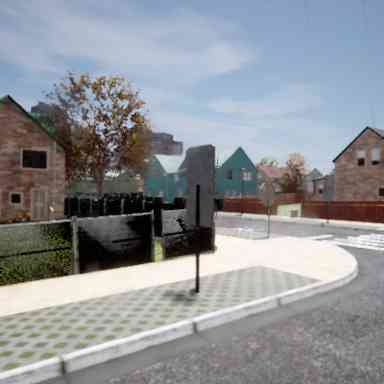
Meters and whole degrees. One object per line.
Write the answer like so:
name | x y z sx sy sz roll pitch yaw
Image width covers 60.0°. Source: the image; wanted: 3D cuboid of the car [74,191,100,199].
car | -11.806 0.914 38.158 2.150 2.045 5.566 1 0 -36
